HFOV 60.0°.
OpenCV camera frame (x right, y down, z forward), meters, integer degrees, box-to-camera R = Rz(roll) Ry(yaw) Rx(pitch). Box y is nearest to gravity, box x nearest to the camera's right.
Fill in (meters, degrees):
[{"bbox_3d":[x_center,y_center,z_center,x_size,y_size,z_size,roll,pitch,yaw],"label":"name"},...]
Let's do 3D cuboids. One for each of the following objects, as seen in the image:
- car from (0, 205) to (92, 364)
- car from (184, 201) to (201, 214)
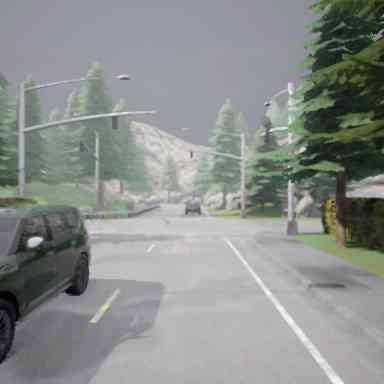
[{"bbox_3d":[-3.557,1.283,6.052,2.150,2.045,5.566,0,-1,0],"label":"car"},{"bbox_3d":[0.117,1.872,40.424,2.128,1.511,4.902,0,0,0],"label":"car"}]
